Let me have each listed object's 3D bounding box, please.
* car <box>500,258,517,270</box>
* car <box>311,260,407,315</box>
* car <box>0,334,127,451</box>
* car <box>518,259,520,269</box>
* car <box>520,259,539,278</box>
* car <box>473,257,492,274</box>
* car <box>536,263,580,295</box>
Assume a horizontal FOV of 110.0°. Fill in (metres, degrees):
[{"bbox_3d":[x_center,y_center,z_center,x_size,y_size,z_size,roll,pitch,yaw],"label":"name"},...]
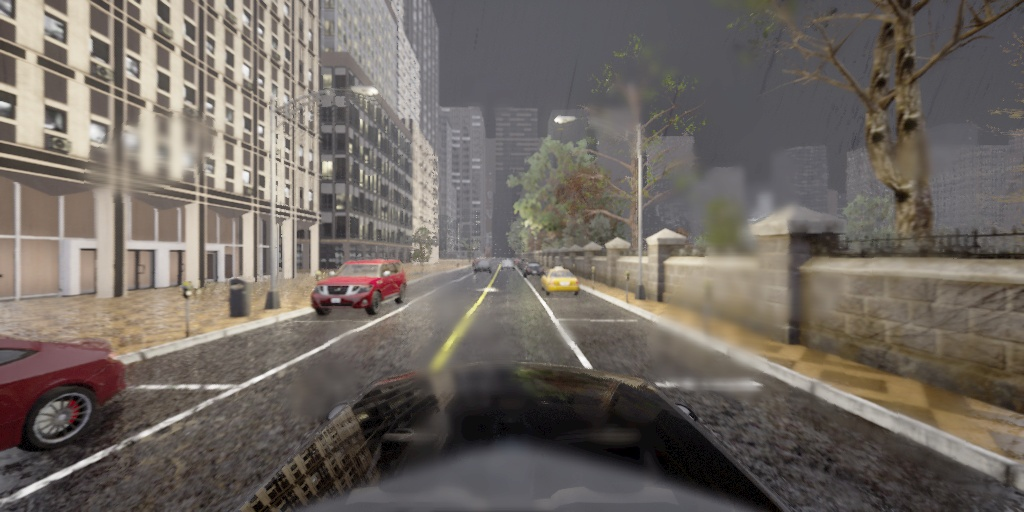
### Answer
[{"bbox_3d":[-0.589,1.247,52.411,1.812,1.442,4.674,0,0,-1],"label":"car"},{"bbox_3d":[-5.494,1.064,13.669,2.192,1.841,5.009,0,0,0],"label":"car"},{"bbox_3d":[-5.459,1.334,2.574,1.802,1.307,4.207,0,0,0],"label":"car"},{"bbox_3d":[2.066,1.307,46.958,1.802,1.307,4.207,0,0,-1],"label":"car"},{"bbox_3d":[1.965,1.261,33.773,1.812,1.442,4.674,0,0,-1],"label":"car"},{"bbox_3d":[-3.210,1.210,40.126,1.882,1.535,5.008,0,0,-1],"label":"car"},{"bbox_3d":[2.487,1.269,19.389,1.751,1.417,4.829,0,0,-1],"label":"car"}]
